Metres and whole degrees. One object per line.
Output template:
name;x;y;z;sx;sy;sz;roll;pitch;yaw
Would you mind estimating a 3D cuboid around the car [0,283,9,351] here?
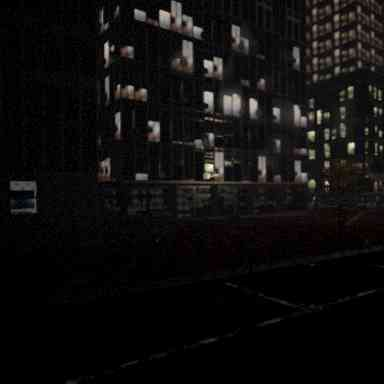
car;-4.454;1.569;3.403;4.507;1.381;1.887;1;-2;-34
